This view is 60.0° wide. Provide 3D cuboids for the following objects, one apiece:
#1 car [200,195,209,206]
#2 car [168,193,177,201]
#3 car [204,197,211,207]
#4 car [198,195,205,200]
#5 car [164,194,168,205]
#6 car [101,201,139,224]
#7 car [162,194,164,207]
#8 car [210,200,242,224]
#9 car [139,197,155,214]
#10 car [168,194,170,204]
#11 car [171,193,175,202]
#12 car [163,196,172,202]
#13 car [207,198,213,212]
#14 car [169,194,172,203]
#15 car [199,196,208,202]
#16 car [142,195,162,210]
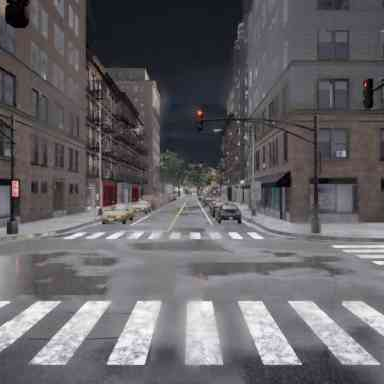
[{"bbox_3d":[2.659,1.556,52.150,2.008,1.369,4.403,0,0,0],"label":"car"},{"bbox_3d":[-5.354,1.329,90.528,2.192,1.841,5.009,0,0,0],"label":"car"},{"bbox_3d":[2.652,1.554,35.704,2.008,1.369,4.403,0,0,0],"label":"car"},{"bbox_3d":[2.675,1.596,90.524,1.802,1.307,4.206,0,0,0],"label":"car"},{"bbox_3d":[-5.384,1.446,52.153,1.967,1.590,4.097,0,0,0],"label":"car"},{"bbox_3d":[-5.406,1.526,24.574,1.752,1.417,4.829,0,0,0],"label":"car"},{"bbox_3d":[-5.389,1.445,46.672,1.967,1.590,4.097,0,0,0],"label":"car"},{"bbox_3d":[2.647,1.552,24.740,2.008,1.369,4.403,0,0,0],"label":"car"},{"bbox_3d":[-5.398,1.528,35.537,1.752,1.417,4.829,0,0,0],"label":"car"},{"bbox_3d":[-5.380,1.557,57.635,2.008,1.369,4.403,0,0,0],"label":"car"},{"bbox_3d":[-5.371,1.323,68.600,2.192,1.841,5.009,0,0,0],"label":"car"},{"bbox_3d":[-5.367,1.535,73.912,1.752,1.417,4.829,0,0,0],"label":"car"},{"bbox_3d":[2.649,1.547,30.222,1.887,1.381,4.507,0,0,0],"label":"car"},{"bbox_3d":[-5.376,1.573,63.118,1.947,1.339,4.313,0,0,0],"label":"car"},{"bbox_3d":[2.671,1.556,79.560,1.887,1.381,4.507,0,0,0],"label":"car"},{"bbox_3d":[-5.393,1.319,41.190,2.192,1.841,5.009,0,0,0],"label":"car"}]
